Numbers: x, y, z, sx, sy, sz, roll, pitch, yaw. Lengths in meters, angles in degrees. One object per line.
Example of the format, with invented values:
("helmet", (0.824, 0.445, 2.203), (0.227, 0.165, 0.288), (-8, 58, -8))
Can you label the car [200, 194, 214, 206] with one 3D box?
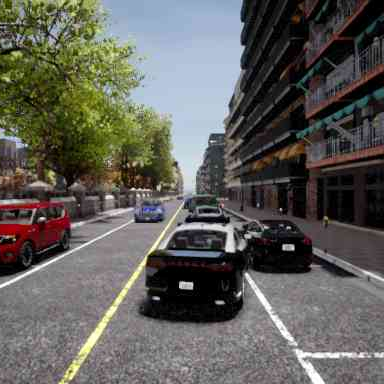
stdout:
("car", (2.478, 1.346, 56.308), (2.192, 1.841, 5.009), (0, 0, 0))

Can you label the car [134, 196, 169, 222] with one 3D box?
("car", (-3.189, 1.357, 26.081), (2.097, 1.767, 4.553), (0, 0, 0))

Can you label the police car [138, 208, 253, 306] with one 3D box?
("police car", (0.420, 1.426, 8.317), (1.930, 1.638, 5.238), (0, 0, 12))

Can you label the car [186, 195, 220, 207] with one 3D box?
("car", (0.815, 1.229, 24.051), (2.150, 2.045, 5.566), (0, 0, 0))

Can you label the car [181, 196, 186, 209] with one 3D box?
("car", (-0.138, 1.498, 46.137), (1.882, 1.535, 5.008), (0, 0, 0))

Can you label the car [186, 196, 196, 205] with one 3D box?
("car", (-0.235, 1.564, 62.935), (1.812, 1.442, 4.674), (0, 0, 0))

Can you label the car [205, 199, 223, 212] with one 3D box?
("car", (2.545, 1.559, 39.418), (1.887, 1.381, 4.507), (0, 0, 0))

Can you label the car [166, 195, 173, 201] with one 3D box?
("car", (-6.032, 1.605, 89.887), (1.752, 1.417, 4.829), (0, 0, 0))

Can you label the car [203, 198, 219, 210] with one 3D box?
("car", (2.523, 1.564, 45.049), (1.887, 1.381, 4.507), (0, 0, 0))

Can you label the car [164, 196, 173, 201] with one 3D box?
("car", (-6.010, 1.620, 84.426), (2.008, 1.369, 4.403), (0, 0, 0))

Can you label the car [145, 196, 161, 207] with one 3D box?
("car", (-5.880, 1.465, 50.644), (1.967, 1.590, 4.097), (0, 0, 0))

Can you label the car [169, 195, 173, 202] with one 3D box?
("car", (-5.988, 1.585, 78.626), (1.752, 1.417, 4.829), (0, 0, 0))

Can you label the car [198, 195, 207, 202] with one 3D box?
("car", (2.391, 1.500, 78.829), (1.967, 1.590, 4.097), (0, 0, 0))

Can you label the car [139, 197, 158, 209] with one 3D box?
("car", (-5.858, 1.460, 45.016), (1.967, 1.590, 4.097), (0, 0, 0))

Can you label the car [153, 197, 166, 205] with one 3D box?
("car", (-5.923, 1.588, 61.906), (2.008, 1.369, 4.403), (0, 0, 0))

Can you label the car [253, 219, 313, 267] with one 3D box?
("car", (2.654, 1.566, 11.268), (1.947, 1.339, 4.313), (0, 0, 0))

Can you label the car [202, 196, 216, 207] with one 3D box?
("car", (2.501, 1.465, 50.678), (1.967, 1.590, 4.097), (0, 0, 0))

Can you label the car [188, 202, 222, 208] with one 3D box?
("car", (0.839, 1.507, 18.020), (1.837, 1.490, 4.892), (0, 0, 0))

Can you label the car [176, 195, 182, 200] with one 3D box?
("car", (-3.356, 1.652, 93.978), (1.994, 1.385, 4.181), (0, 0, 0))

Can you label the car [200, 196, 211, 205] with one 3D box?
("car", (2.457, 1.477, 61.939), (1.967, 1.590, 4.097), (0, 0, 0))

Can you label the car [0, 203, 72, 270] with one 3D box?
("car", (-5.726, 1.316, 11.236), (2.192, 1.841, 5.009), (0, 0, 0))
